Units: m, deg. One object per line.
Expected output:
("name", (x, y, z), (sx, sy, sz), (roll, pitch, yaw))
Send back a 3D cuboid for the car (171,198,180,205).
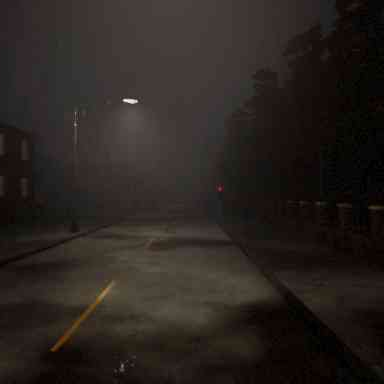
("car", (-4.036, 2.368, 81.567), (2.097, 1.767, 4.553), (0, -1, 0))
